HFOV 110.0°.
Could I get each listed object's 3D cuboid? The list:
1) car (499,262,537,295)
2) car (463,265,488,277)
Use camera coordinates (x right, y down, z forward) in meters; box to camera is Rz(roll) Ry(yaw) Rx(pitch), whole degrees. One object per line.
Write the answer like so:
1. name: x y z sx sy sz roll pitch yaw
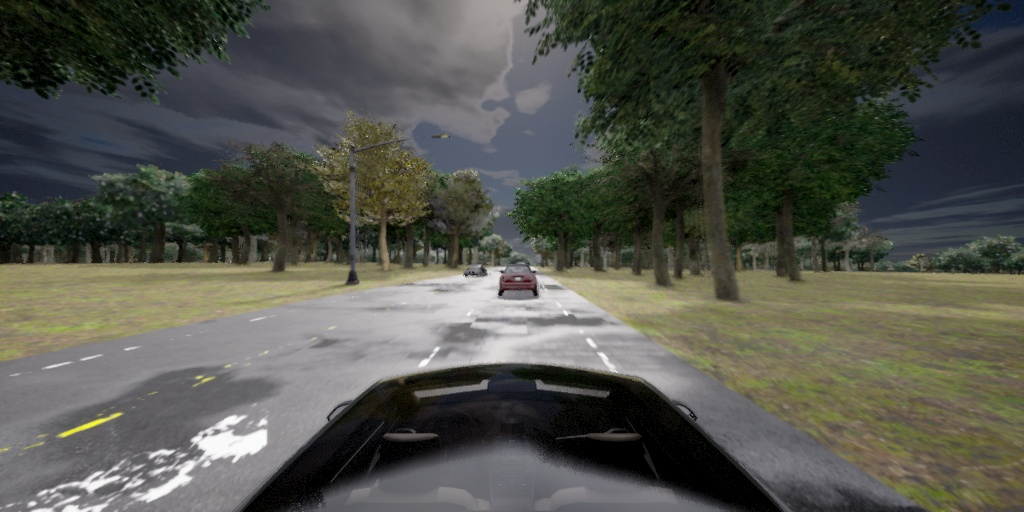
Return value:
1. car: 0.364 1.249 21.157 2.097 1.767 4.553 0 0 1
2. car: -4.035 1.662 40.277 1.994 1.385 4.181 0 -1 8
